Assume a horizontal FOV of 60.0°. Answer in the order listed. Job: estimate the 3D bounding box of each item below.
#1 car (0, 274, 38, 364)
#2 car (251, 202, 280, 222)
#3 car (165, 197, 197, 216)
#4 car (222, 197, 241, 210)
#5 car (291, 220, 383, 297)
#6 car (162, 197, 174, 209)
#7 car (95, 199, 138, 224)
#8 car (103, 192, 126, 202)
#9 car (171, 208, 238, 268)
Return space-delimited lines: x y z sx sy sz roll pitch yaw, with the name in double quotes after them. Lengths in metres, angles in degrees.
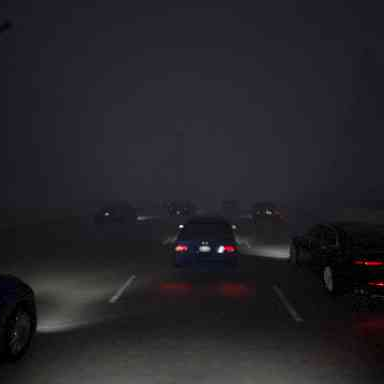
-3.296 1.323 2.952 2.097 1.767 4.553 0 0 1 "car"
5.474 1.434 24.985 2.033 1.411 5.357 0 0 8 "car"
-0.780 1.436 30.219 1.895 1.301 4.718 0 0 10 "car"
4.736 1.330 39.819 1.812 1.442 4.674 0 0 14 "car"
3.893 1.475 8.439 1.837 1.490 4.892 0 1 3 "car"
-2.233 1.338 40.764 1.994 1.385 4.181 0 0 13 "car"
-5.277 1.418 23.636 1.994 1.385 4.181 0 0 7 "car"
-14.570 0.963 62.827 2.097 1.767 4.553 0 0 18 "car"
0.499 1.490 11.018 2.033 1.411 5.357 0 0 4 "car"
